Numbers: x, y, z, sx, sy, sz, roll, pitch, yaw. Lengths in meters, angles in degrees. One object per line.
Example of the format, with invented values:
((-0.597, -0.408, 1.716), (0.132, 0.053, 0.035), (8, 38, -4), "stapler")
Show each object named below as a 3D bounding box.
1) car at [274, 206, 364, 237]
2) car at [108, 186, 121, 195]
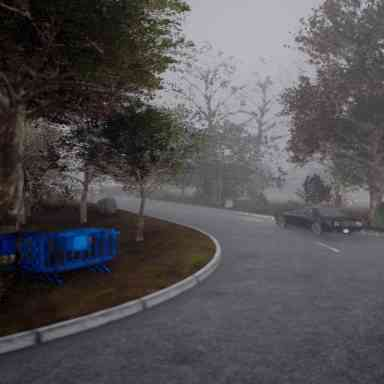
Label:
((6.160, 1.374, 16.860), (1.895, 1.301, 4.718), (1, 1, -18), "car")
((-11.479, -0.149, 46.225), (1.882, 1.535, 5.008), (2, 2, -32), "car")
